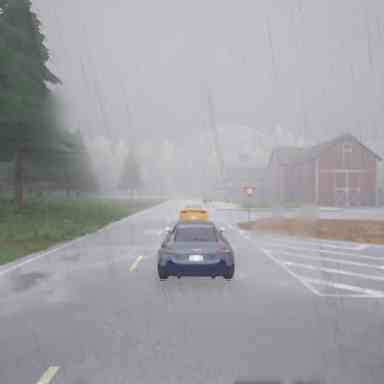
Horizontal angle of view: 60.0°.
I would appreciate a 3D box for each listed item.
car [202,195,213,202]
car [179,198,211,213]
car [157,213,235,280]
[{"bbox_3d":[2.973,1.330,65.527,1.816,1.474,4.193,-6,1,-2],"label":"car"},{"bbox_3d":[0.101,1.433,23.256,1.882,1.535,5.008,0,0,0],"label":"car"},{"bbox_3d":[0.099,1.545,9.924,1.994,1.385,4.181,0,0,0],"label":"car"}]
